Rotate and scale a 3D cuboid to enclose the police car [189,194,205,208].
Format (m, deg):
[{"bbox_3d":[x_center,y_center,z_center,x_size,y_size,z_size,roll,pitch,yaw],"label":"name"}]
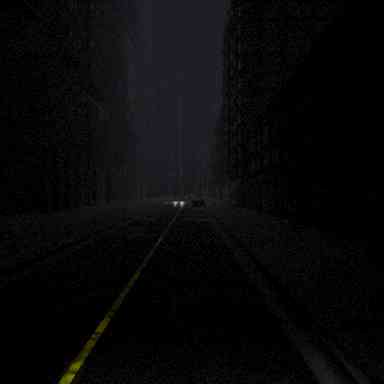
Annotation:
[{"bbox_3d":[0.900,1.402,47.340,1.930,1.638,5.238,0,0,0],"label":"police car"}]

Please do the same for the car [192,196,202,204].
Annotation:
[{"bbox_3d":[0.901,1.503,63.232,1.812,1.442,4.674,0,0,0],"label":"car"}]

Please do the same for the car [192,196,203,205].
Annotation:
[{"bbox_3d":[0.900,1.430,57.422,1.801,1.575,5.366,0,0,0],"label":"car"}]

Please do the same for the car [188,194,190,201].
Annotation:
[{"bbox_3d":[0.000,1.252,84.033,2.097,1.767,4.553,0,0,0],"label":"car"}]

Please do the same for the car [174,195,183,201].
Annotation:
[{"bbox_3d":[-3.000,1.402,75.919,1.812,1.442,4.674,0,0,0],"label":"car"}]
